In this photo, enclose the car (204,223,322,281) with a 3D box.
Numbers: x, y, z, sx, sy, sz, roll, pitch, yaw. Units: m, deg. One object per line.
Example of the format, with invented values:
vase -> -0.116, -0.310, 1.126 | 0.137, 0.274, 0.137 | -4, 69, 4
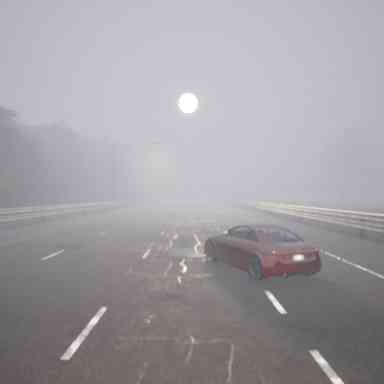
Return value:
car -> 1.980, 1.670, 10.400 | 1.994, 1.385, 4.181 | 0, -1, -22
